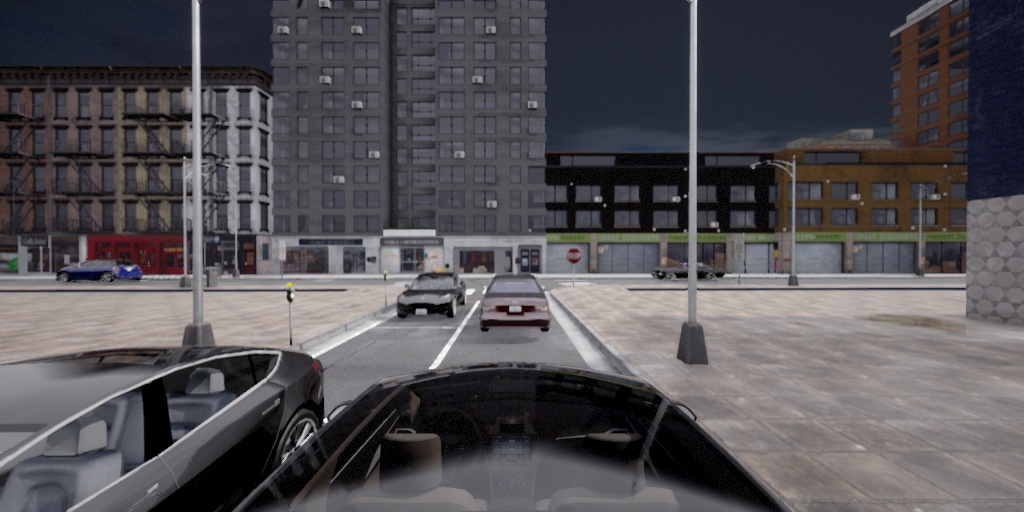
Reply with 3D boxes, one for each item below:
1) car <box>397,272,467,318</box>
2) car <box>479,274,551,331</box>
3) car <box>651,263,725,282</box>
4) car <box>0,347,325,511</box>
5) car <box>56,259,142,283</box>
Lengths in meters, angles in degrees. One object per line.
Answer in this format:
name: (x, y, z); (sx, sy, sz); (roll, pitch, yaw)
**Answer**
car: (-2.654, 1.249, 12.673); (1.948, 1.339, 4.313); (0, 0, 0)
car: (0.071, 1.243, 10.727); (2.033, 1.411, 5.357); (0, 0, 0)
car: (12.751, 1.166, 26.239); (4.718, 1.301, 1.895); (0, 1, 0)
car: (-2.638, 1.315, 1.769); (1.948, 1.339, 4.313); (0, 0, 0)
car: (-30.068, 1.024, 26.184); (4.553, 1.767, 2.097); (0, 1, 0)
